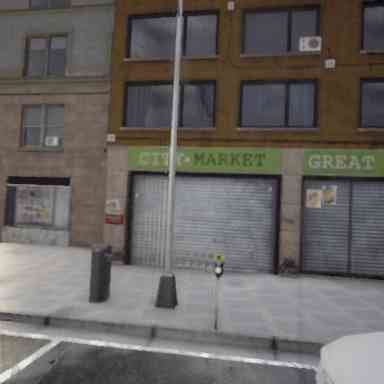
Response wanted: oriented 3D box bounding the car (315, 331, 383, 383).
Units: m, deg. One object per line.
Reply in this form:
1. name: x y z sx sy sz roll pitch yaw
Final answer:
1. car: 3.532 1.770 2.806 4.674 1.442 1.812 2 -2 10
